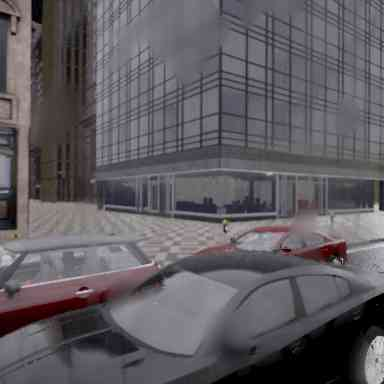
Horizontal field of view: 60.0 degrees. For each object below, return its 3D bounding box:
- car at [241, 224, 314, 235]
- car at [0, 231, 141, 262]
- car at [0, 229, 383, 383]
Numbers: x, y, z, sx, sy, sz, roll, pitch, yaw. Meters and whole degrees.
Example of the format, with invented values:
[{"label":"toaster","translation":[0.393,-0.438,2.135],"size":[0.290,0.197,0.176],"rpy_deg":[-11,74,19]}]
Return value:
[{"label":"car","translation":[2.020,1.528,8.199],"size":[4.507,1.381,1.887],"rpy_deg":[0,1,-35]},{"label":"car","translation":[-2.425,1.437,5.027],"size":[4.097,1.590,1.967],"rpy_deg":[0,1,-35]},{"label":"car","translation":[0.361,1.471,3.639],"size":[5.008,1.535,1.882],"rpy_deg":[0,0,-36]}]
